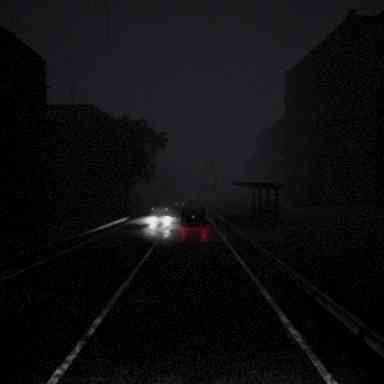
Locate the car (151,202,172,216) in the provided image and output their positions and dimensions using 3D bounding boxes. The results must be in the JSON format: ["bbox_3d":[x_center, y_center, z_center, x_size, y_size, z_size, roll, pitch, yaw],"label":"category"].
[{"bbox_3d":[-3.213,1.747,35.339,1.895,1.301,4.718,0,0,0],"label":"car"}]

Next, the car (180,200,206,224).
[{"bbox_3d":[0.094,1.608,25.719,1.882,1.535,5.008,0,0,0],"label":"car"}]

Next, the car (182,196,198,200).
[{"bbox_3d":[0.118,1.622,41.817,2.128,1.511,4.902,0,0,0],"label":"car"}]

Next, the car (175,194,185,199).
[{"bbox_3d":[-2.785,1.136,77.760,1.837,1.490,4.892,0,0,0],"label":"car"}]
